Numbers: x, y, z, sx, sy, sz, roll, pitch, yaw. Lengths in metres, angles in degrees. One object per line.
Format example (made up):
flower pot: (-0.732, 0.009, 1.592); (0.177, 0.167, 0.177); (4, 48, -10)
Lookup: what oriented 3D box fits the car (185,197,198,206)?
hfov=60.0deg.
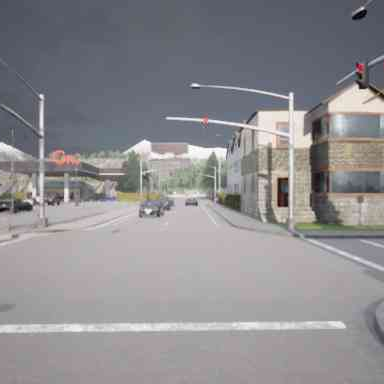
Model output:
car: (-0.073, 1.532, 54.123); (1.994, 1.385, 4.181); (0, 0, 0)

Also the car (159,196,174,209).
car: (-3.710, 1.328, 40.341); (2.097, 1.767, 4.553); (0, 0, 0)

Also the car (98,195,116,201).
car: (-22.447, 1.619, 87.827); (4.611, 1.667, 2.242); (0, 0, -1)

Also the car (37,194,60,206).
car: (-22.794, 1.236, 53.824); (1.905, 1.878, 3.866); (0, 0, -1)

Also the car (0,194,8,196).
car: (-26.035, 1.261, 45.937); (1.932, 1.855, 4.605); (0, 0, -1)

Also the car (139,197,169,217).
car: (-3.667, 1.473, 30.618); (2.128, 1.511, 4.902); (0, 0, 1)

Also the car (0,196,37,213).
car: (-19.035, 1.468, 35.967); (2.007, 1.523, 4.514); (0, 0, -1)

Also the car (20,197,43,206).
car: (-26.122, 1.520, 54.416); (1.970, 1.475, 3.806); (0, 0, -1)
